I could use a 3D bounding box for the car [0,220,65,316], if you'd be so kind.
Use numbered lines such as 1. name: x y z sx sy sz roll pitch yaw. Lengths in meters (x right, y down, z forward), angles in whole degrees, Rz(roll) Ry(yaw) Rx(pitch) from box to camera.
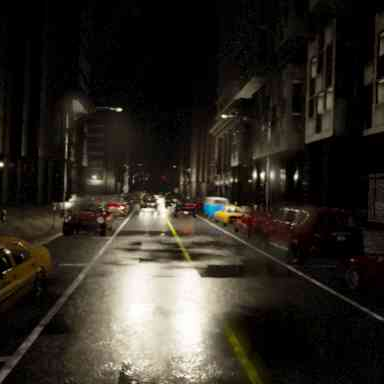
1. car: -3.664 1.389 5.350 1.752 1.417 4.829 2 0 -7

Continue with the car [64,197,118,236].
1. car: -5.052 1.239 16.639 1.967 1.590 4.097 2 0 -7

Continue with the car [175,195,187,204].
1. car: -2.083 1.385 62.177 1.887 1.381 4.507 2 0 -7

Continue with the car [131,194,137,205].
1. car: -7.797 1.238 38.877 1.947 1.339 4.313 2 0 -7

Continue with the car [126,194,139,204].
1. car: -9.830 1.106 55.387 1.752 1.417 4.829 2 0 -7

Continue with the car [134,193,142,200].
1. car: -12.571 0.986 77.625 1.752 1.417 4.829 2 0 -7

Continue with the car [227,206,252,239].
1. car: 3.397 1.672 17.697 1.802 1.307 4.206 2 0 -7

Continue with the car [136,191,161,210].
1. car: -4.947 1.123 38.370 2.097 1.767 4.553 2 0 -7

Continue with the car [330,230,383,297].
1. car: 4.767 1.736 6.577 1.802 1.307 4.206 2 0 -7

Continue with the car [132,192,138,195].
1. car: -9.167 1.161 49.996 2.008 1.369 4.403 2 0 -7

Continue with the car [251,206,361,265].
1. car: 4.092 1.437 12.137 2.192 1.841 5.009 2 0 -7

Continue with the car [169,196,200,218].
1. car: -0.771 1.433 29.633 1.837 1.490 4.892 2 0 -7

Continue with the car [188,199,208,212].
1. car: 0.656 1.545 39.937 1.802 1.307 4.206 2 0 -7

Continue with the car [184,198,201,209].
1. car: -0.029 1.514 45.497 1.802 1.307 4.206 2 0 -7

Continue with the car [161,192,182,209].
1. car: -2.318 1.082 41.673 2.150 2.045 5.566 2 0 -7

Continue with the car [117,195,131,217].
1. car: -6.422 1.175 27.758 1.967 1.590 4.097 2 0 -7

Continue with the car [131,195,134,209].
1. car: -7.112 1.285 33.317 1.802 1.307 4.206 2 0 -7

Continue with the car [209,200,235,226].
1. car: 2.693 1.582 23.425 1.752 1.417 4.829 2 0 -7

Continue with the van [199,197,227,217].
1. van: 2.036 1.367 28.817 1.690 1.788 3.998 2 0 -7

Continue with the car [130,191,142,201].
1. car: -11.213 0.835 66.675 2.192 1.841 5.009 2 0 -7
